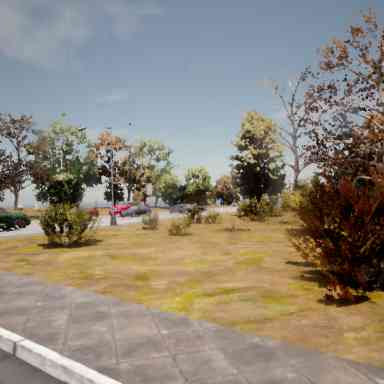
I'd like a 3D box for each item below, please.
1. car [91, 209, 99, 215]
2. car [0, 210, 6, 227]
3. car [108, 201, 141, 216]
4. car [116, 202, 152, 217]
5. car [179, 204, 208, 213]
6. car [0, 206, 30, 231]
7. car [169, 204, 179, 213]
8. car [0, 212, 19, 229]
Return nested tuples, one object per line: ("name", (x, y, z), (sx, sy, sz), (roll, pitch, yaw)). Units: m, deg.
("car", (-12.132, 2.383, 35.146), (1.882, 1.535, 5.008), (-3, -2, 32))
("car", (-19.746, 2.525, 29.816), (1.882, 1.535, 5.008), (-3, -2, 35))
("car", (-9.127, 2.339, 46.519), (2.150, 2.045, 5.566), (-3, -2, 32))
("car", (-7.137, 2.471, 43.080), (1.812, 1.442, 4.674), (-3, -2, 32))
("car", (0.533, 2.432, 48.393), (1.895, 1.301, 4.718), (-3, -2, 32))
("car", (-14.840, 1.936, 24.259), (2.150, 2.045, 5.566), (-3, -2, 34))
("car", (-1.785, 2.575, 51.581), (1.994, 1.385, 4.181), (-3, -2, 32))
("car", (-16.996, 2.451, 27.654), (1.994, 1.385, 4.181), (-3, -2, 34))
